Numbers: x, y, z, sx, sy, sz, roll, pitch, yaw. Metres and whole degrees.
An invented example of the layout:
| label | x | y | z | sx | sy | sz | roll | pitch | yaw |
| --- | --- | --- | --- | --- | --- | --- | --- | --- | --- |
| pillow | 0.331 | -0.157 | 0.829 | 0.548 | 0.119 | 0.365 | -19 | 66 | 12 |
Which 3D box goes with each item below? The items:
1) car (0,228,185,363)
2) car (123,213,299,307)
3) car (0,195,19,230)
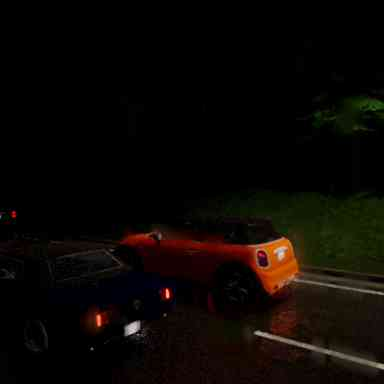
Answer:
| label | x | y | z | sx | sy | sz | roll | pitch | yaw |
| --- | --- | --- | --- | --- | --- | --- | --- | --- | --- |
| car | -2.619 | 1.579 | 5.861 | 4.718 | 1.301 | 1.895 | 0 | 0 | 36 |
| car | 0.136 | 1.334 | 8.200 | 4.553 | 1.767 | 2.097 | 0 | 0 | 36 |
| car | -10.444 | 1.154 | 15.744 | 5.566 | 2.045 | 2.150 | 0 | 0 | 36 |
